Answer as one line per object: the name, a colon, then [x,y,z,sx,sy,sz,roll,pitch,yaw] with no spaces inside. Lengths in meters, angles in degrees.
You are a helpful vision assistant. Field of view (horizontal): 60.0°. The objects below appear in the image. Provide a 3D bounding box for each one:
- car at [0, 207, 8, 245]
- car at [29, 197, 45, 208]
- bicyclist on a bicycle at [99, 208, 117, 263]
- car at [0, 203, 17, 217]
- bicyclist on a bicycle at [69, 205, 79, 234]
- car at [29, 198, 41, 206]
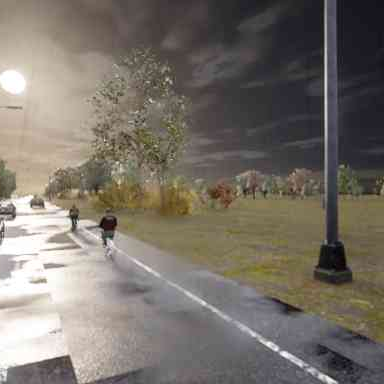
car: [-9.812,1.628,15.430,1.812,1.442,4.674,0,0,-26]
car: [-25.587,1.680,55.079,2.097,1.767,4.553,0,0,-25]
bicyclist on a bicycle: [-2.867,1.424,11.258,0.659,1.776,1.843,0,0,-26]
car: [-18.611,1.757,33.158,2.033,1.411,5.357,0,0,-26]
bicyclist on a bicycle: [-6.777,1.554,19.139,0.582,1.620,1.656,0,-1,-26]
car: [-31.738,1.941,67.271,2.033,1.411,5.357,0,0,-26]
